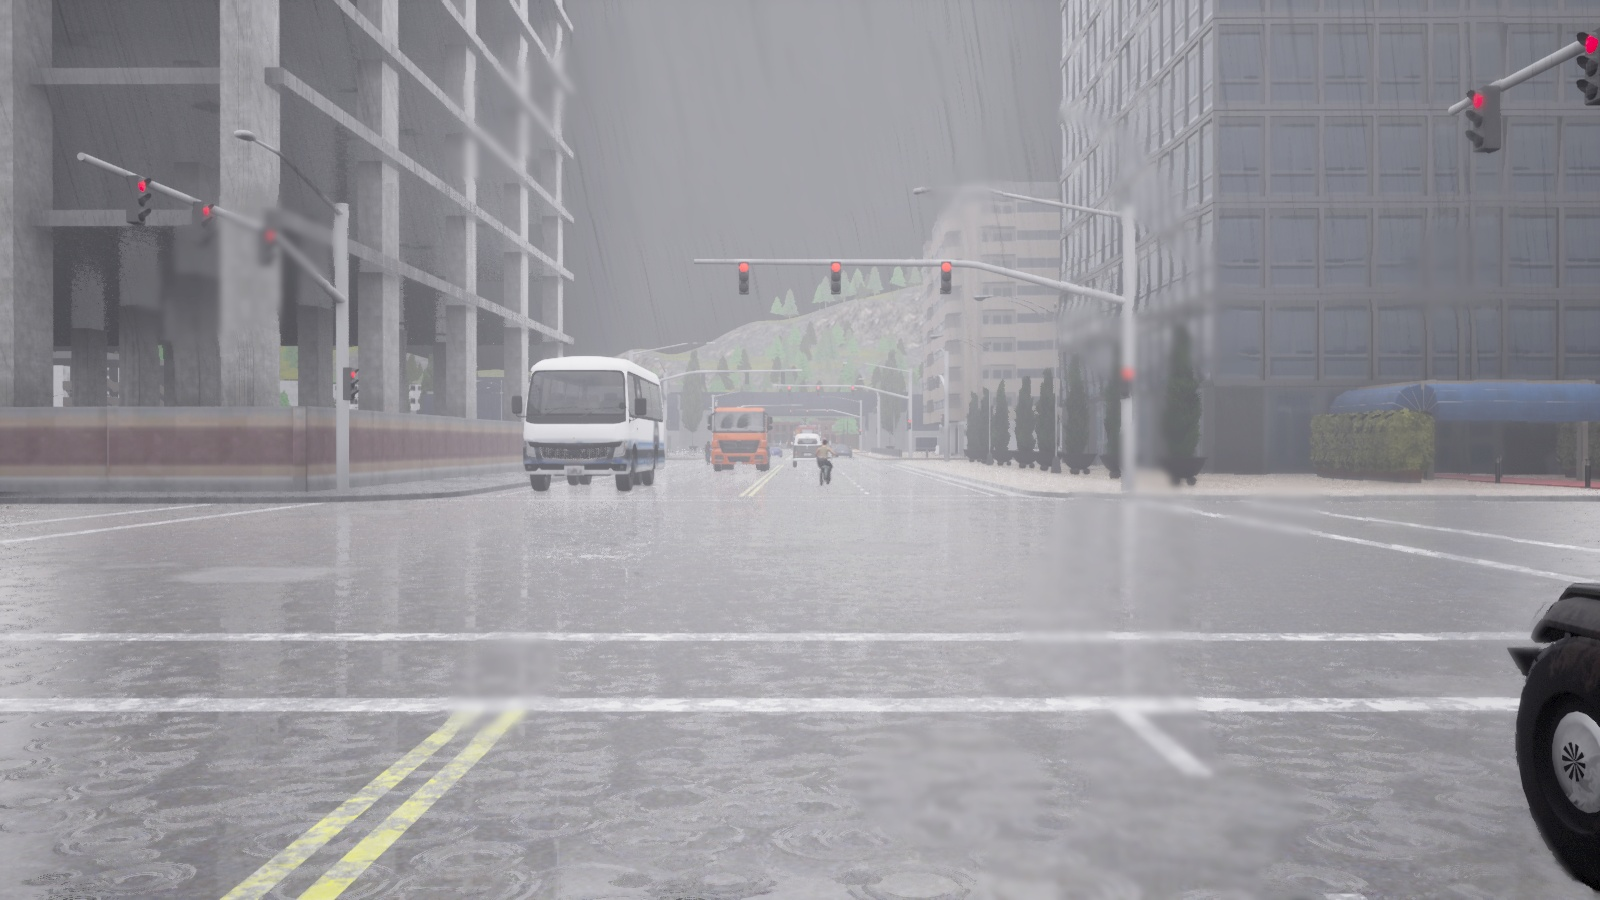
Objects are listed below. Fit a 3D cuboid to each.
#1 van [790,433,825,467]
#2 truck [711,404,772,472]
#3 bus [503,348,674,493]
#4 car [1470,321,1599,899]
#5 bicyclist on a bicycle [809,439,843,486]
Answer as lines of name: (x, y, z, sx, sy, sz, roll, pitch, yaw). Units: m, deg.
van: (0.452, 0.029, 77.675, 2.069, 2.038, 4.480, 0, 0, 0)
truck: (-3.101, -0.622, 68.121, 2.891, 3.462, 7.936, 0, 0, 0)
bus: (-6.747, -0.873, 42.100, 3.944, 4.253, 10.273, 0, 0, 0)
car: (3.532, 0.529, 2.911, 1.905, 1.878, 3.866, 0, 0, 0)
bicyclist on a bicycle: (0.926, 0.434, 44.145, 0.866, 1.612, 1.509, 0, 0, 14)
